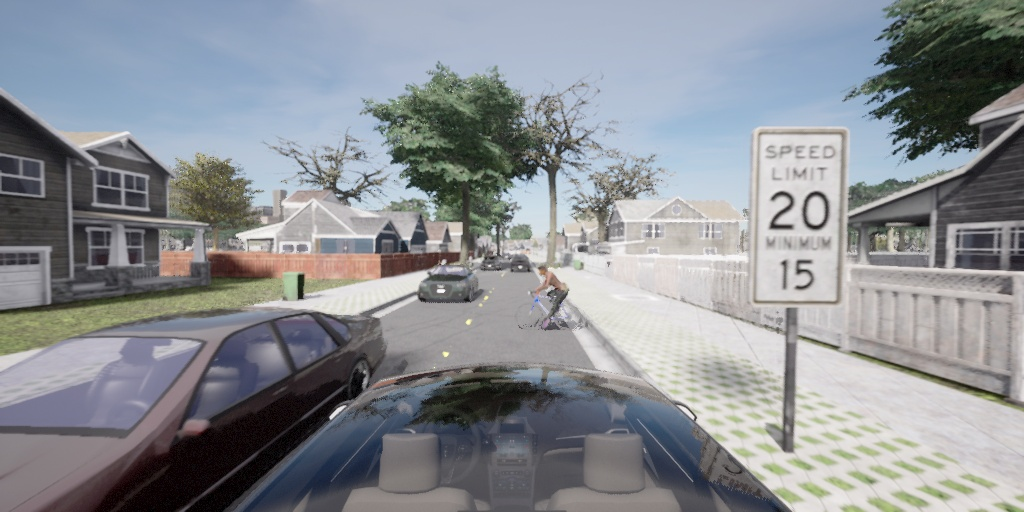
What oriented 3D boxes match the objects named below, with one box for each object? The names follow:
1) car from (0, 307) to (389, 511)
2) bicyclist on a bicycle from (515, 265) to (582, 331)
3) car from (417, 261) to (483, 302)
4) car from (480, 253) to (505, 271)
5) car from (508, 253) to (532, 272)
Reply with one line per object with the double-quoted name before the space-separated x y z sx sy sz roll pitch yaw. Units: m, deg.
"car" -2.851 1.252 3.236 2.033 1.411 5.357 0 1 1
"bicyclist on a bicycle" 0.910 1.042 8.883 1.656 1.620 0.582 1 1 1
"car" -2.556 1.070 15.146 1.994 1.385 4.181 0 1 1
"car" -1.992 0.679 35.235 1.837 1.490 4.892 0 0 2
"car" 0.827 0.707 34.581 1.837 1.490 4.892 0 1 2
